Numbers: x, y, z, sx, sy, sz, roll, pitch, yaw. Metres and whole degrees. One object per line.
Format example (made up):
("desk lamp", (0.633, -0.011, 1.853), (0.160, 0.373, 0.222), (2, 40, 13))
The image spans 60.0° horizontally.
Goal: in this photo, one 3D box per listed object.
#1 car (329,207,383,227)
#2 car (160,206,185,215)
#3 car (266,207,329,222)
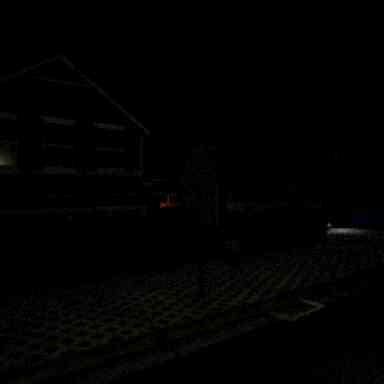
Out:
("car", (12.386, 1.749, 22.949), (5.357, 1.411, 2.033), (-2, -1, 42))
("car", (-1.608, 2.110, 32.615), (5.008, 1.535, 1.882), (-2, -1, 43))
("car", (6.847, 1.849, 23.941), (1.837, 1.490, 4.892), (-1, -1, -43))
